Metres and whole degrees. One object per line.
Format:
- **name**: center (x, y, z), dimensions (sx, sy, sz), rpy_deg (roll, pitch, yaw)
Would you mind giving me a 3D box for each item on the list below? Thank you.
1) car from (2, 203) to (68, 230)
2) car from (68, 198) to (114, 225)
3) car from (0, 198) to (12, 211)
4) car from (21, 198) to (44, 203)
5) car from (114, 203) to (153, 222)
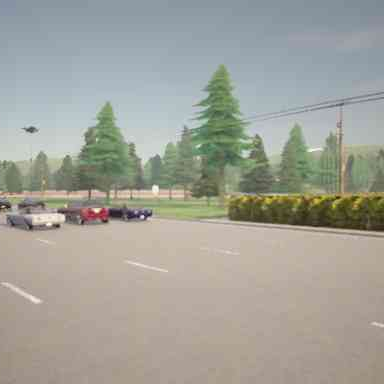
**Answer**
- **car**: center (-9.838, 1.567, 20.712), dimensions (4.718, 1.301, 1.895), rpy_deg (0, 0, 44)
- **car**: center (-7.883, 1.307, 23.690), dimensions (4.553, 1.767, 2.097), rpy_deg (0, 0, 44)
- **car**: center (-21.768, 1.426, 37.152), dimensions (5.008, 1.535, 1.882), rpy_deg (0, 0, 44)
- **car**: center (-19.001, 1.463, 39.326), dimensions (4.674, 1.442, 1.812), rpy_deg (0, 0, 44)
- **car**: center (-5.246, 1.544, 26.007), dimensions (4.718, 1.301, 1.895), rpy_deg (0, 0, 44)
